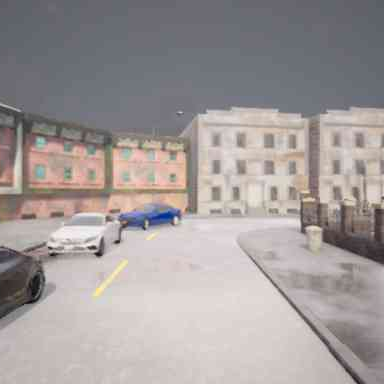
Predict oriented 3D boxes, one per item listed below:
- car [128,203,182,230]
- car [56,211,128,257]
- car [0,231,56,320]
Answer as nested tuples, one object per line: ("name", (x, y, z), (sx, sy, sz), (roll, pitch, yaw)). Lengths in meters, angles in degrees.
("car", (-2.588, 1.483, 21.419), (1.882, 1.535, 5.008), (0, 0, 32))
("car", (-3.998, 1.527, 13.140), (1.812, 1.442, 4.674), (0, 0, 0))
("car", (-4.088, 1.565, 5.368), (1.994, 1.385, 4.181), (0, 0, 0))
